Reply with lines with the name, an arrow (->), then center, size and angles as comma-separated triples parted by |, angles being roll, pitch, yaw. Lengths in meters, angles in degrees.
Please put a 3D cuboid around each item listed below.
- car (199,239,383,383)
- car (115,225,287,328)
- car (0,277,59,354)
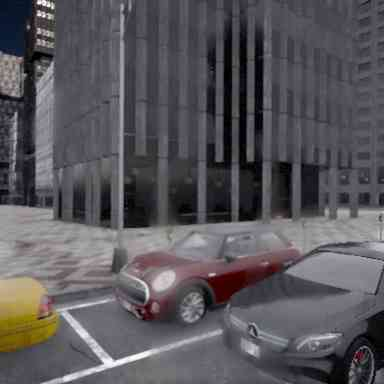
car -> 2.572, 1.561, 5.201 | 4.674, 1.442, 1.812 | 1, 0, -35
car -> 0.490, 1.471, 6.988 | 4.097, 1.590, 1.967 | 1, 0, -35
car -> -4.124, 1.516, 3.714 | 4.829, 1.417, 1.752 | 1, 0, -35
